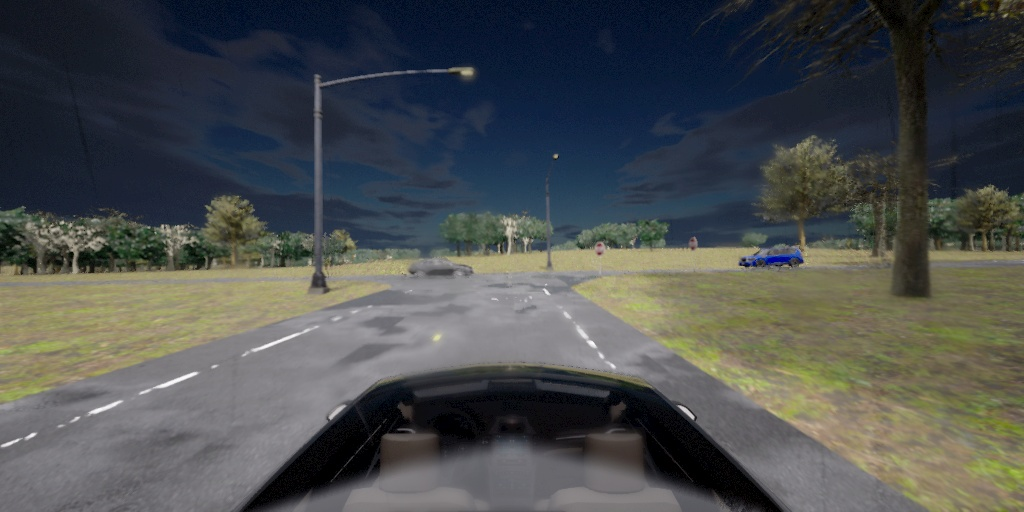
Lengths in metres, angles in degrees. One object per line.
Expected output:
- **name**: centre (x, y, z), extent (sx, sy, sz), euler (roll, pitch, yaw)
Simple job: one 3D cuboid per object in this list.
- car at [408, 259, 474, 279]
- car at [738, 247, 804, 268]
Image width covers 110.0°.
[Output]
- **car**: centre (-5.414, 0.974, 27.526), extent (4.902, 1.511, 2.128), euler (0, 0, 0)
- **car**: centre (25.250, 0.248, 35.038), extent (5.566, 2.045, 2.150), euler (-3, -1, -1)
